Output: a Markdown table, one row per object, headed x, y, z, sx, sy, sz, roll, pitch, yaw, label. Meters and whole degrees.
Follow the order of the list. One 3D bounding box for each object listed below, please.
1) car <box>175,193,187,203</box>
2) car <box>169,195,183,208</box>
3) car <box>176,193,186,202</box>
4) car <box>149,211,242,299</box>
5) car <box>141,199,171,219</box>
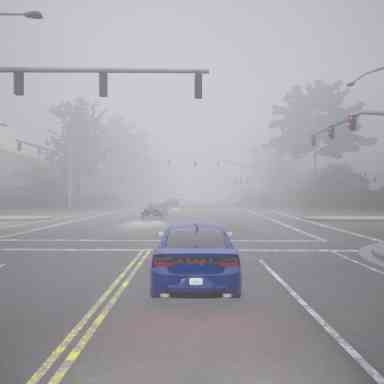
| x | y | z | sx | sy | sz | roll | pitch | yaw | label |
| --- | --- | --- | --- | --- | --- | --- | --- | --- | --- |
| -2.576 | 1.225 | 67.023 | 2.150 | 2.045 | 5.566 | 0 | 0 | 1 | car |
| -2.809 | 1.564 | 48.116 | 1.994 | 1.385 | 4.181 | 0 | 0 | 1 | car |
| -2.460 | 1.225 | 78.050 | 2.150 | 2.045 | 5.566 | 0 | 0 | 0 | car |
| 0.086 | 1.478 | 8.537 | 1.882 | 1.535 | 5.008 | 0 | 0 | 0 | car |
| -3.227 | 1.601 | 29.222 | 1.895 | 1.301 | 4.718 | 0 | 0 | 2 | car |
